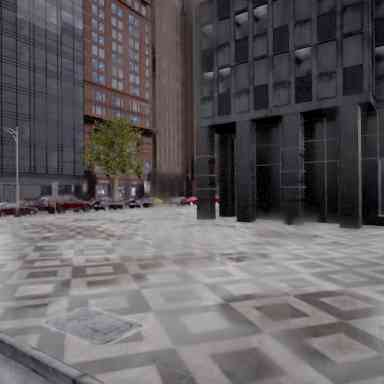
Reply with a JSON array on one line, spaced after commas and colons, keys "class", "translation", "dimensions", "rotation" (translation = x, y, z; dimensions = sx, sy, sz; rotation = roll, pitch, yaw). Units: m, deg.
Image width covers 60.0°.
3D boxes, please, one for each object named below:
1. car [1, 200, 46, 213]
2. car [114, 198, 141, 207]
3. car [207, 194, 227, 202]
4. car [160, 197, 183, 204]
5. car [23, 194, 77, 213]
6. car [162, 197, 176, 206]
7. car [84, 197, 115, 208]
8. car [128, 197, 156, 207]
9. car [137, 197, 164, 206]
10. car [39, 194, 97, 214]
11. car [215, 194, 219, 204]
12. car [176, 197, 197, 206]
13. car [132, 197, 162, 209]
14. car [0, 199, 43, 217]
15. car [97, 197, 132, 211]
[{"class": "car", "translation": [-19.858, 1.643, 39.354], "dimensions": [1.947, 1.339, 4.313], "rotation": [-1, 0, 35]}, {"class": "car", "translation": [-10.237, 1.613, 53.269], "dimensions": [1.802, 1.307, 4.206], "rotation": [-1, 0, 35]}, {"class": "car", "translation": [5.798, 1.296, 76.464], "dimensions": [2.192, 1.841, 5.009], "rotation": [-1, 0, 35]}, {"class": "car", "translation": [-3.822, 1.574, 62.547], "dimensions": [1.947, 1.339, 4.313], "rotation": [-1, 0, 35]}, {"class": "car", "translation": [-16.600, 1.258, 39.228], "dimensions": [2.150, 2.045, 5.566], "rotation": [-1, 0, 35]}, {"class": "car", "translation": [-2.030, 1.496, 54.748], "dimensions": [2.033, 1.411, 5.357], "rotation": [-1, 0, 35]}, {"class": "car", "translation": [-13.446, 1.484, 48.630], "dimensions": [1.967, 1.590, 4.097], "rotation": [-1, 0, 35]}, {"class": "car", "translation": [-7.815, 1.562, 51.882], "dimensions": [1.994, 1.385, 4.181], "rotation": [-1, 0, 35]}, {"class": "car", "translation": [-7.127, 1.545, 57.767], "dimensions": [1.752, 1.417, 4.829], "rotation": [-1, 0, 35]}, {"class": "car", "translation": [-12.851, 1.290, 34.504], "dimensions": [2.192, 1.841, 5.009], "rotation": [-1, 0, 35]}, {"class": "car", "translation": [3.183, 1.222, 57.694], "dimensions": [2.192, 1.841, 5.009], "rotation": [-1, 0, 35]}, {"class": "car", "translation": [-0.022, 1.462, 53.055], "dimensions": [1.887, 1.381, 4.507], "rotation": [-1, 0, 35]}, {"class": "car", "translation": [-6.435, 1.509, 43.778], "dimensions": [1.947, 1.339, 4.313], "rotation": [-1, 0, 35]}, {"class": "car", "translation": [-16.055, 1.577, 29.864], "dimensions": [1.802, 1.307, 4.206], "rotation": [-1, 0, 35]}, {"class": "car", "translation": [-9.642, 1.525, 39.141], "dimensions": [1.947, 1.339, 4.313], "rotation": [-1, 0, 35]}]
